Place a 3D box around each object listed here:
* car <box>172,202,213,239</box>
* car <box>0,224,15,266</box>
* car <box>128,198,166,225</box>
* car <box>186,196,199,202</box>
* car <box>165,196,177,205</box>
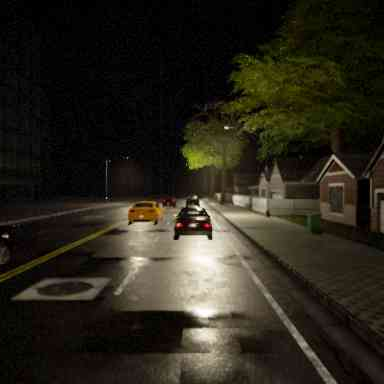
[{"bbox_3d":[0.063,1.470,16.770,2.033,1.411,5.357,0,0,0],"label":"car"},{"bbox_3d":[-6.514,1.452,8.517,2.128,1.511,4.902,0,0,0],"label":"car"},{"bbox_3d":[-3.153,1.373,23.232,1.882,1.535,5.008,0,0,0],"label":"car"},{"bbox_3d":[0.095,1.295,47.031,2.128,1.511,4.902,0,0,0],"label":"car"},{"bbox_3d":[-3.155,1.330,47.033,1.812,1.442,4.674,0,0,0],"label":"car"}]
